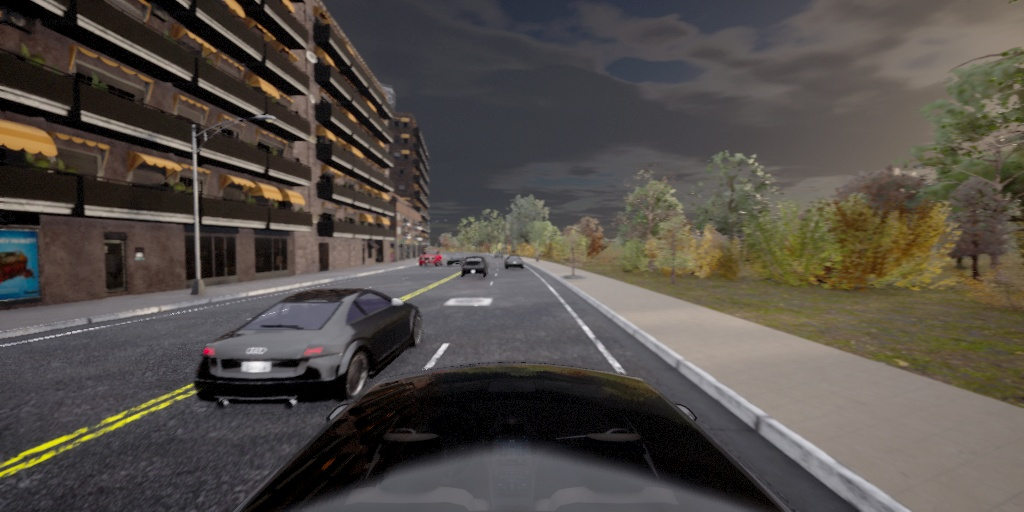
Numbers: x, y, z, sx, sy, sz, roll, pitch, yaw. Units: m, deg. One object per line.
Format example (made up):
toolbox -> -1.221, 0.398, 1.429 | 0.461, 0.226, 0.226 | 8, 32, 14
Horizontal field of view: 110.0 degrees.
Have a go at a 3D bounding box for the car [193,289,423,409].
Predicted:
car -> -2.986, 1.251, 6.264 | 1.994, 1.385, 4.181 | 0, 1, 2

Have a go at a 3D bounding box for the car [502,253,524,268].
car -> 0.184, 0.600, 39.261 | 1.994, 1.385, 4.181 | 0, 1, -2

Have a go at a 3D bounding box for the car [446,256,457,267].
car -> -6.630, 0.627, 42.577 | 1.895, 1.301, 4.718 | 0, 1, -2

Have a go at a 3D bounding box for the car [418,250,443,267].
car -> -9.947, 0.246, 44.179 | 2.150, 2.045, 5.566 | 0, 1, -2

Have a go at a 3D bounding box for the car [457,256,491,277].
car -> -2.797, 0.782, 27.839 | 1.837, 1.490, 4.892 | 0, 1, -1
